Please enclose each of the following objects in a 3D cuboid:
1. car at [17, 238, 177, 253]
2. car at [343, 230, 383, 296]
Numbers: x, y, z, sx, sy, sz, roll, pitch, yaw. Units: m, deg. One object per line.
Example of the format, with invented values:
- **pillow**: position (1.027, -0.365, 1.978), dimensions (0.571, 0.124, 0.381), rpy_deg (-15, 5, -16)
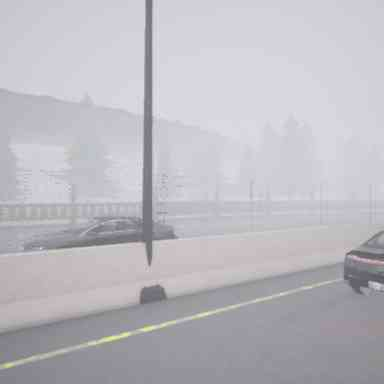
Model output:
- **car**: position (-2.795, 1.521, 10.582), dimensions (4.902, 1.511, 2.128), rpy_deg (1, 0, -35)
- **car**: position (5.422, 1.560, 7.618), dimensions (4.902, 1.511, 2.128), rpy_deg (0, 0, -35)
